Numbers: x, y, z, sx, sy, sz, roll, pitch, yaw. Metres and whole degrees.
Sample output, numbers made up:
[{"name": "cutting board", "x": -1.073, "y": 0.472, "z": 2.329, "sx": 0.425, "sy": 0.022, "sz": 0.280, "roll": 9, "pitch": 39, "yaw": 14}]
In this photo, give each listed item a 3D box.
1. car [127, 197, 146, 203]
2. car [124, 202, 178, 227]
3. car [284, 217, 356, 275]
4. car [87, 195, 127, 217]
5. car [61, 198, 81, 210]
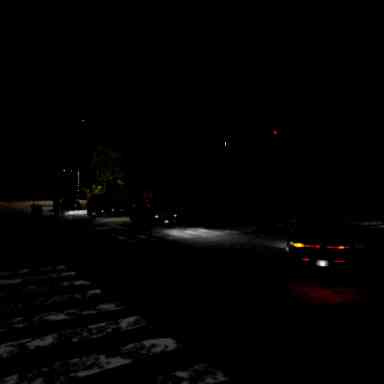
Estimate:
[{"name": "car", "x": -6.334, "y": 1.432, "z": 35.792, "sx": 2.097, "sy": 1.767, "sz": 4.553, "roll": -1, "pitch": 0, "yaw": -33}, {"name": "car", "x": -2.934, "y": 1.703, "z": 24.268, "sx": 1.895, "sy": 1.301, "sz": 4.718, "roll": -1, "pitch": 0, "yaw": -34}, {"name": "car", "x": 4.130, "y": 1.602, "z": 11.062, "sx": 1.837, "sy": 1.490, "sz": 4.892, "roll": 0, "pitch": 1, "yaw": 17}, {"name": "car", "x": -8.888, "y": 1.337, "z": 33.398, "sx": 2.150, "sy": 2.045, "sz": 5.566, "roll": -1, "pitch": 0, "yaw": -33}, {"name": "car", "x": -16.448, "y": 1.620, "z": 45.074, "sx": 2.128, "sy": 1.511, "sz": 4.902, "roll": -1, "pitch": 0, "yaw": -33}]
